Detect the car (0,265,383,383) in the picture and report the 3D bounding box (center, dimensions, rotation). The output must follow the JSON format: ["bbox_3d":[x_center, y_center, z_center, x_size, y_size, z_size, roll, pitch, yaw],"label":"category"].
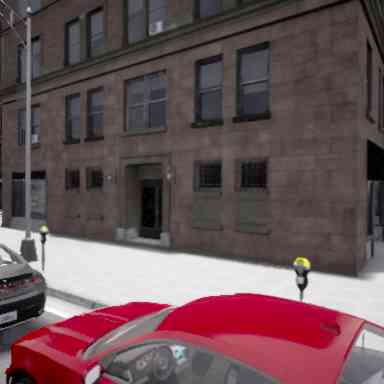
[{"bbox_3d":[0.288,1.536,2.604,4.507,1.381,1.887,1,0,35],"label":"car"}]

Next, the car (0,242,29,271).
[{"bbox_3d":[-4.339,1.498,5.903,4.403,1.369,2.008,1,0,35],"label":"car"}]
